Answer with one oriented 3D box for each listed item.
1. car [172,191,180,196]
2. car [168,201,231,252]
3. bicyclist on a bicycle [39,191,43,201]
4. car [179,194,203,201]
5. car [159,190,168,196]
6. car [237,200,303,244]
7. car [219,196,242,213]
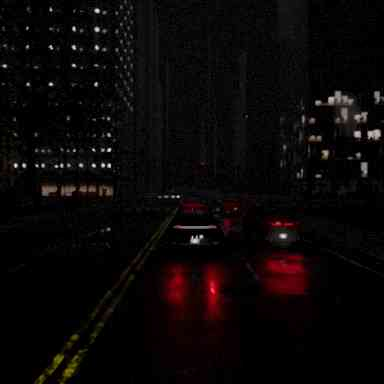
[{"bbox_3d":[-4.190,0.360,86.045,1.994,1.385,4.181,0,1,-1],"label":"car"},{"bbox_3d":[0.096,1.320,13.067,2.128,1.511,4.902,0,1,0],"label":"car"},{"bbox_3d":[-25.165,0.657,55.407,0.582,1.620,1.656,0,0,2],"label":"bicyclist on a bicycle"},{"bbox_3d":[0.096,1.124,26.585,1.882,1.535,5.008,0,1,0],"label":"car"},{"bbox_3d":[-7.440,0.162,86.016,2.097,1.767,4.553,0,1,-1],"label":"car"},{"bbox_3d":[3.348,1.313,14.604,1.837,1.490,4.892,0,1,0],"label":"car"},{"bbox_3d":[3.346,1.106,27.985,1.882,1.535,5.008,0,1,0],"label":"car"}]
